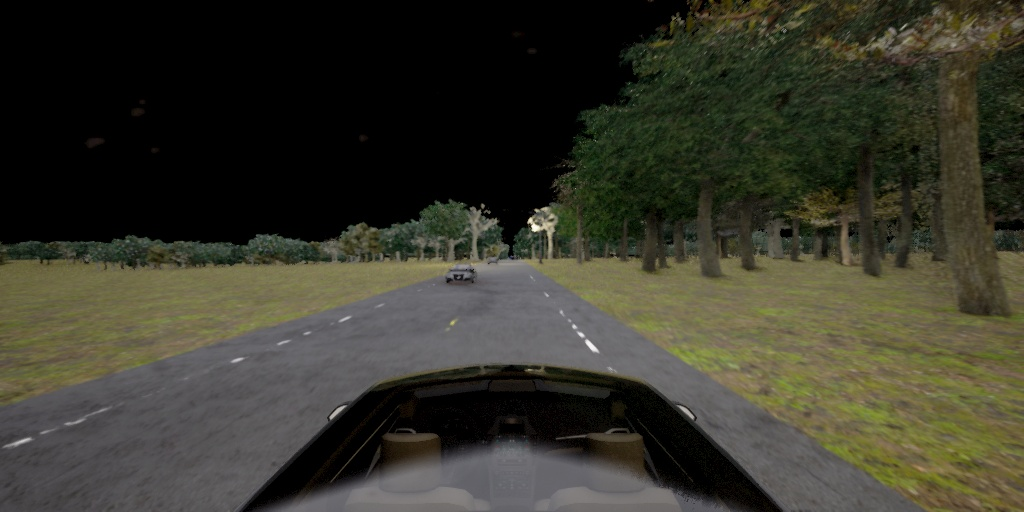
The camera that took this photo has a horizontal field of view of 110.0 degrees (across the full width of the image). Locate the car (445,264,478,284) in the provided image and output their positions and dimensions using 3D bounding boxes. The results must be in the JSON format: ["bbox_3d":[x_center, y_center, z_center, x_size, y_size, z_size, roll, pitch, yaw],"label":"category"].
[{"bbox_3d":[-3.582,1.244,26.080,1.994,1.385,4.181,0,0,0],"label":"car"}]
